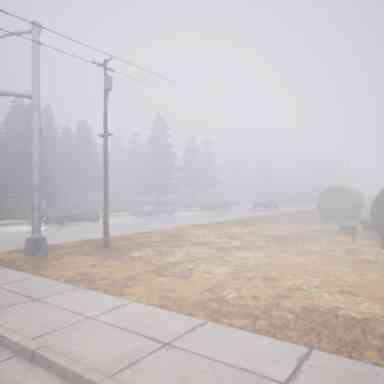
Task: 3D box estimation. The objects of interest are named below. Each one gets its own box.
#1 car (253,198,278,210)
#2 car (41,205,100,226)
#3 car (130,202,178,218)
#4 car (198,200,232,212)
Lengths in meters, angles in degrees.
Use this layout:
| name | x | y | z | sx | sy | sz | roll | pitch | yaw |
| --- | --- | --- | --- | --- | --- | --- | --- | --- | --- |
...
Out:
| name | x | y | z | sx | sy | sz | roll | pitch | yaw |
| --- | --- | --- | --- | --- | --- | --- | --- | --- | --- |
| car | 9.314 | 1.513 | 42.064 | 1.812 | 1.442 | 4.674 | 0 | 0 | 36 |
| car | -8.740 | 1.621 | 23.910 | 1.994 | 1.385 | 4.181 | 0 | 0 | 37 |
| car | -3.481 | 1.637 | 31.008 | 1.895 | 1.301 | 4.718 | 0 | 0 | 37 |
| car | 2.749 | 1.613 | 39.390 | 1.895 | 1.301 | 4.718 | 0 | 0 | 37 |
